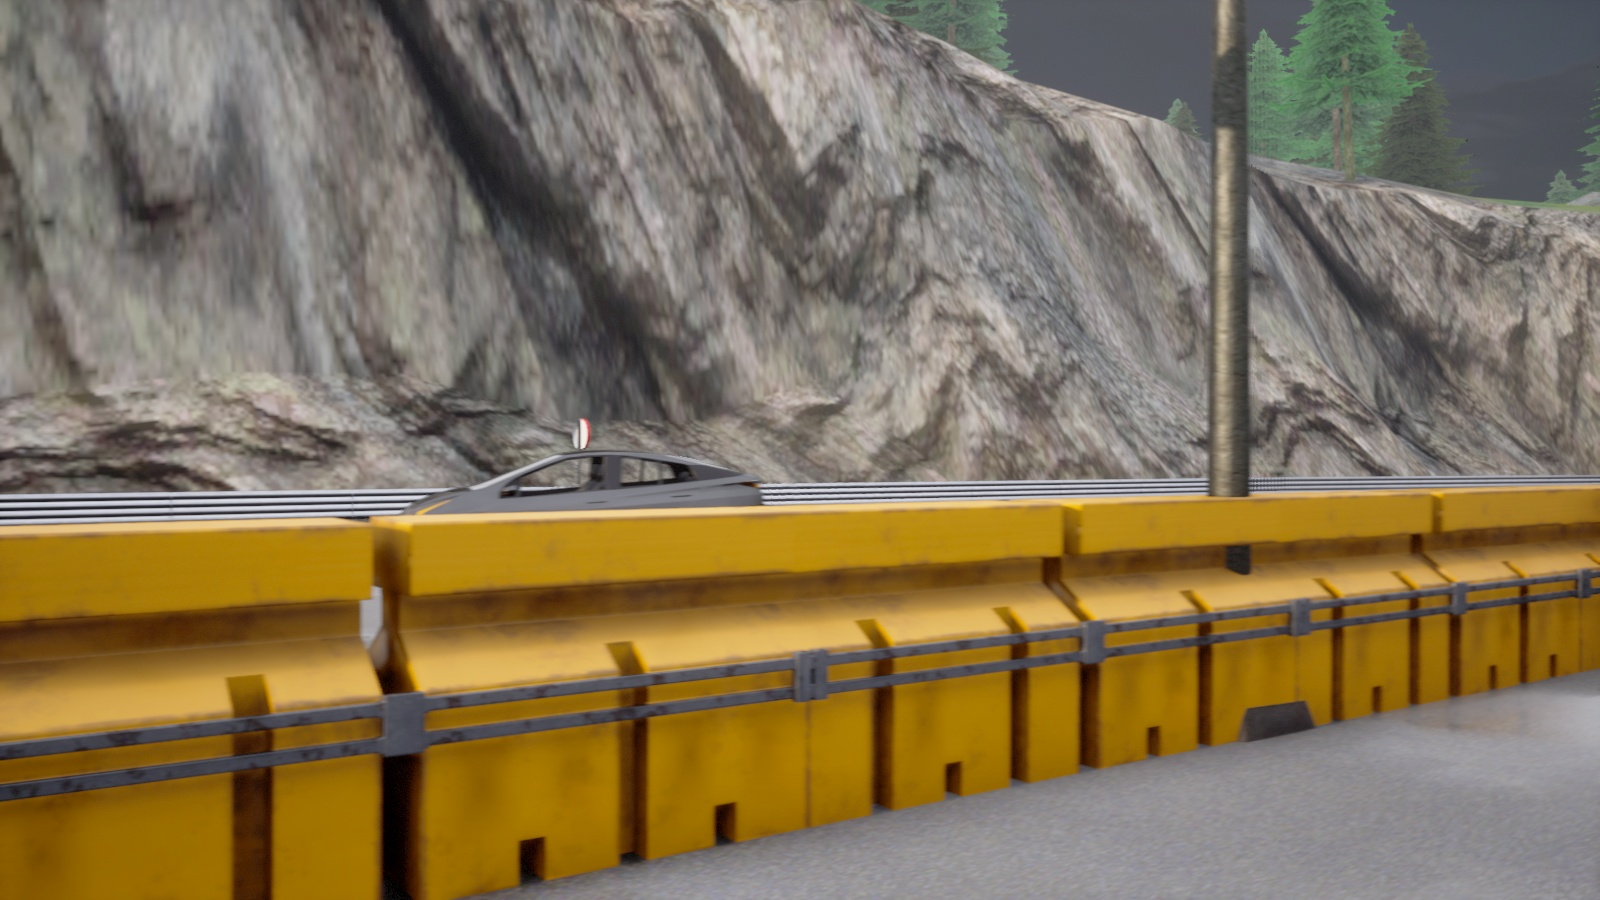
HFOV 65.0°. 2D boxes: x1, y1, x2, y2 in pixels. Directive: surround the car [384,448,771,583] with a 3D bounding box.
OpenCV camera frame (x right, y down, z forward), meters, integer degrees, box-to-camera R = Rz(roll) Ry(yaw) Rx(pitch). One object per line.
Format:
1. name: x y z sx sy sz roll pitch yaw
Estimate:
1. car: -2.812 0.736 15.729 4.514 1.525 2.007 0 0 -17
